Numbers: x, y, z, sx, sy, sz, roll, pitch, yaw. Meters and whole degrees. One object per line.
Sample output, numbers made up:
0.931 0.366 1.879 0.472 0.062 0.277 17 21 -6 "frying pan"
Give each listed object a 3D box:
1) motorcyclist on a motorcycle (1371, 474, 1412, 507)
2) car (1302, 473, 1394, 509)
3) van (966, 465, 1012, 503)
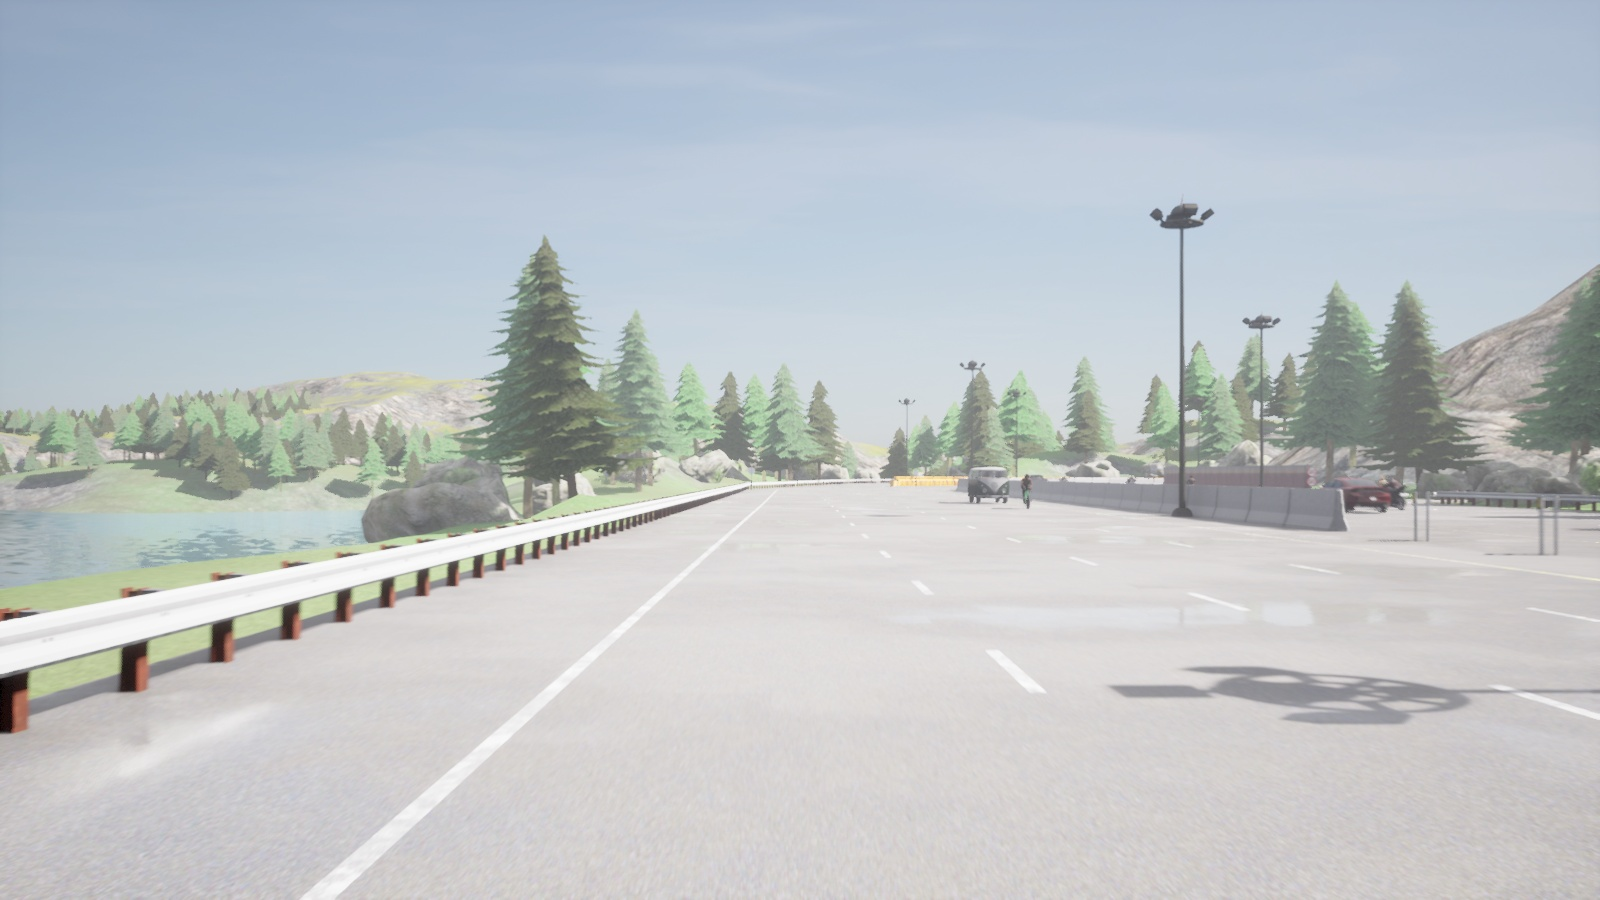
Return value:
27.853 1.887 59.149 0.866 1.530 2.191 0 -1 0 "motorcyclist on a motorcycle"
24.361 1.784 56.051 1.882 1.535 5.008 0 -1 0 "car"
10.319 1.863 68.830 1.775 1.987 4.442 0 -1 0 "van"
